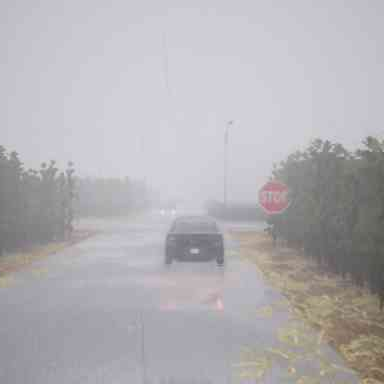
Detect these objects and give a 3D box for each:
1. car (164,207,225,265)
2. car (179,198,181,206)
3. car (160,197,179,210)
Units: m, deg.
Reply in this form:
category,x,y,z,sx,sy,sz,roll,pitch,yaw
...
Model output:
category,x,y,z,sx,sy,sz,roll,pitch,yaw
car,0.057,1.555,12.092,1.882,1.535,5.008,0,0,0
car,-3.137,1.665,62.042,2.097,1.767,4.553,0,0,1
car,-3.187,1.722,45.829,1.837,1.490,4.892,0,0,0
